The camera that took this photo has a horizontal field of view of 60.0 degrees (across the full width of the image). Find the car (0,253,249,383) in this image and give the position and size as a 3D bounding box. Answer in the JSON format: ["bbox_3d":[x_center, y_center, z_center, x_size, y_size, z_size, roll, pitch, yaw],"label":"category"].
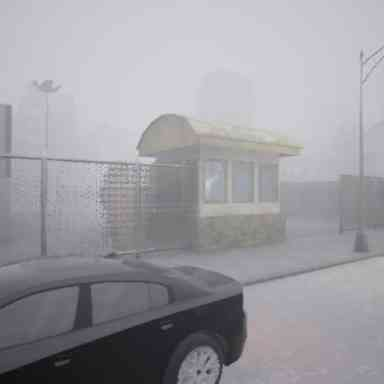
[{"bbox_3d":[-1.630,1.481,3.440,5.008,1.535,1.882,0,0,-36],"label":"car"}]
